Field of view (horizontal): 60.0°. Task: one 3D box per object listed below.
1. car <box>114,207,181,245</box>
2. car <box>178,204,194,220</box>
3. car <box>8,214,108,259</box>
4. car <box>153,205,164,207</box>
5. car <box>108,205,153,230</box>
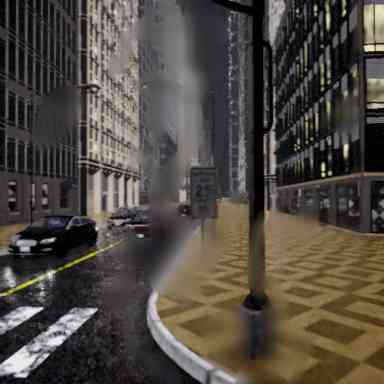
[{"bbox_3d":[-2.039,1.724,16.909,2.128,1.511,4.902,0,-1,5],"label":"car"},{"bbox_3d":[-0.606,1.981,33.845,1.837,1.490,4.892,0,-1,5],"label":"car"},{"bbox_3d":[-5.425,1.692,13.655,2.128,1.511,4.902,0,-1,5],"label":"car"},{"bbox_3d":[-3.695,2.039,34.029,2.033,1.411,5.357,0,-1,5],"label":"car"},{"bbox_3d":[-4.556,1.838,23.858,2.128,1.511,4.902,0,-1,5],"label":"car"}]
